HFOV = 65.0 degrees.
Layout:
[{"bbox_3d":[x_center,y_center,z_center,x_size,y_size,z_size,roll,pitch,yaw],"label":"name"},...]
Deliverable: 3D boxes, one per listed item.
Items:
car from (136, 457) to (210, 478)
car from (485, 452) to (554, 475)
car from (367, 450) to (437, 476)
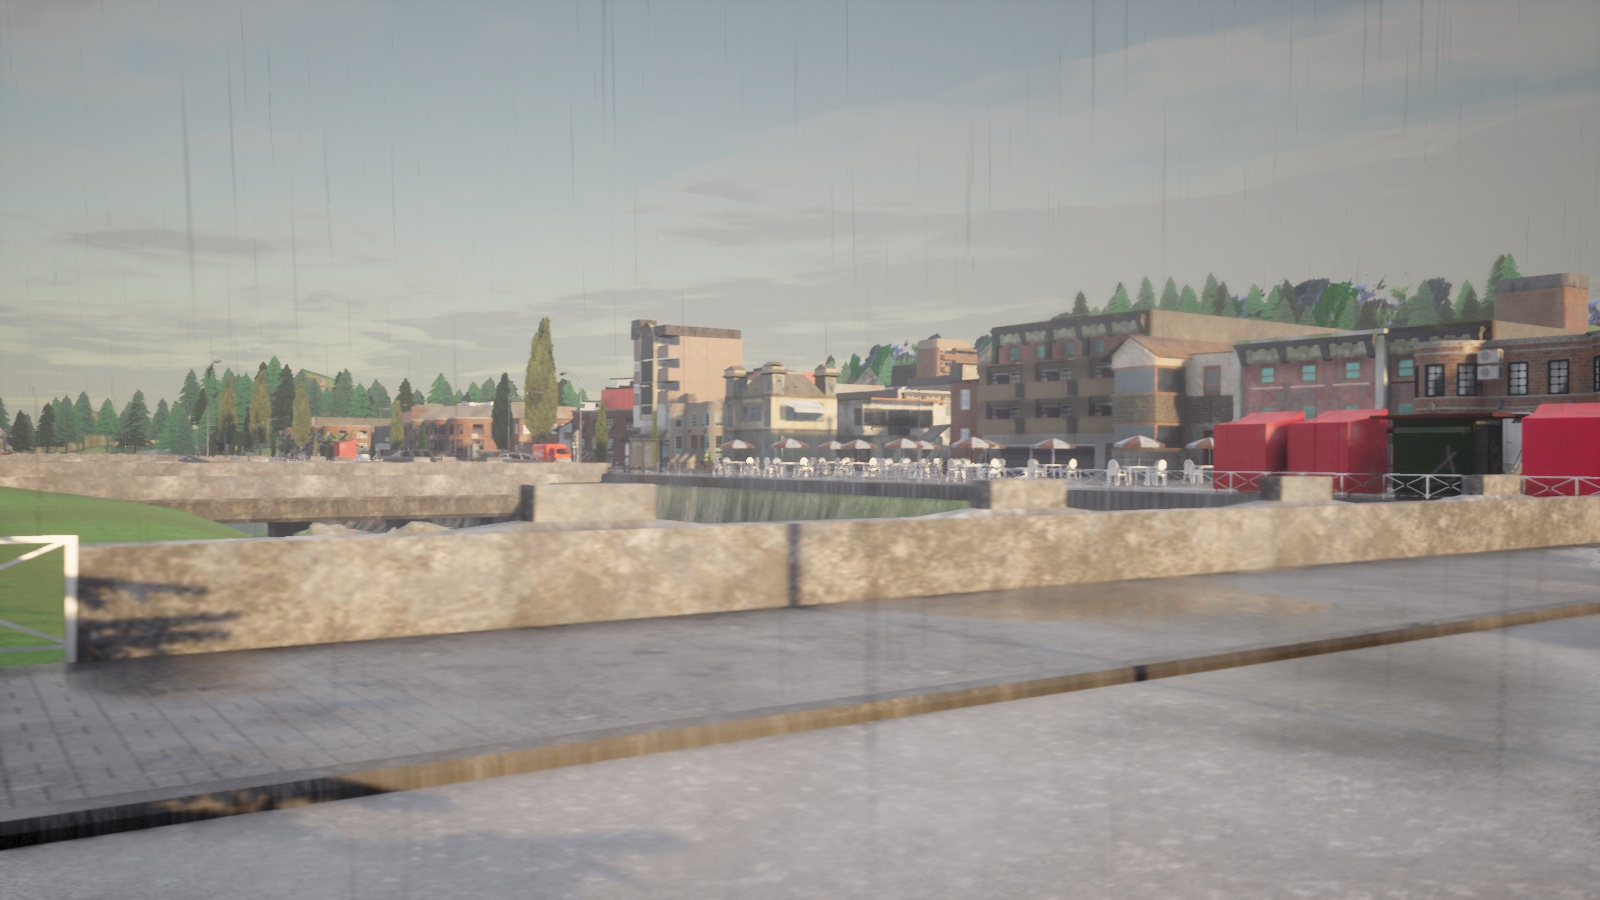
[{"bbox_3d":[-42.393,1.151,84.922,4.181,1.385,1.994,0,0,-35],"label":"car"},{"bbox_3d":[-21.166,0.985,94.812,4.611,1.667,2.242,0,0,-35],"label":"car"},{"bbox_3d":[-29.710,0.948,93.741,4.605,1.855,1.932,0,0,-35],"label":"car"}]
